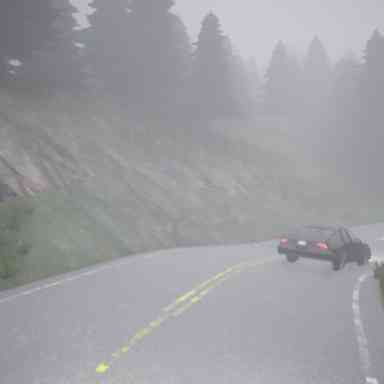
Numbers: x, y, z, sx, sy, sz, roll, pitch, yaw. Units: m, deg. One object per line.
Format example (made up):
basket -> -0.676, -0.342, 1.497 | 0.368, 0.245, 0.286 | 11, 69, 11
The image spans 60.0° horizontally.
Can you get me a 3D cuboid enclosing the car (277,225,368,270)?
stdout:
car -> 5.060, 1.951, 12.311 | 2.033, 1.411, 5.357 | 2, -6, 41
